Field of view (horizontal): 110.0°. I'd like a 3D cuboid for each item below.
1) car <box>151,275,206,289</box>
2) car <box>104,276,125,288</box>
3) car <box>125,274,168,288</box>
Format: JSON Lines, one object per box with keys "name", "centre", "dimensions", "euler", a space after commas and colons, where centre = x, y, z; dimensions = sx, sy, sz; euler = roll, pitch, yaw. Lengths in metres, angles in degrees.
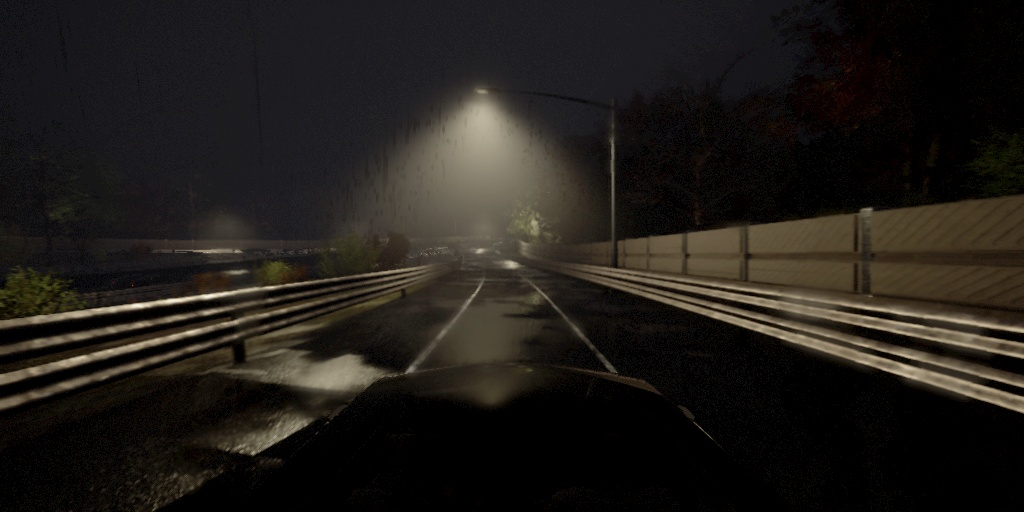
{"name": "car", "centre": [-35.390, 2.903, 38.965], "dimensions": [1.895, 1.301, 4.718], "euler": [1, 4, 15]}
{"name": "car", "centre": [-42.198, 2.734, 40.584], "dimensions": [2.033, 1.411, 5.357], "euler": [1, 4, 15]}
{"name": "car", "centre": [-38.799, 2.757, 39.741], "dimensions": [1.837, 1.490, 4.892], "euler": [1, 4, 15]}
